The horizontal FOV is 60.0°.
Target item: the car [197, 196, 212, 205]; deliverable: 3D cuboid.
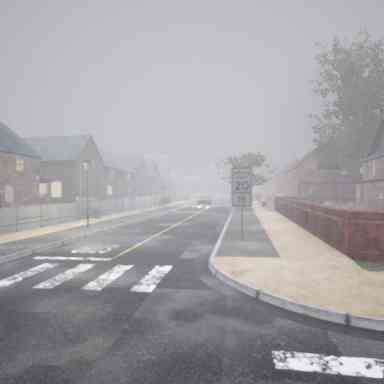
[{"bbox_3d":[1.985,1.275,50.795,1.994,1.385,4.181,-1,0,9],"label":"car"}]
